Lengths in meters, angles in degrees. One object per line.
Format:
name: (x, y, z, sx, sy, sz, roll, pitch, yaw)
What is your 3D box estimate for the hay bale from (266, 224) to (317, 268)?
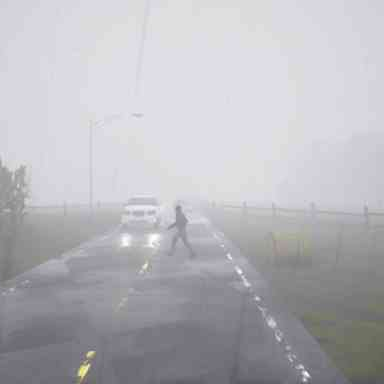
hay bale: (3.076, 1.652, 10.485, 1.220, 1.180, 1.240, 0, 0, -1)

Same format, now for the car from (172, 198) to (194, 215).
car: (-0.883, 1.606, 34.513, 1.895, 1.301, 4.718, 0, 0, -4)

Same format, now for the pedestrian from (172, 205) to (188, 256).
pedestrian: (-0.400, 1.291, 11.202, 0.375, 1.860, 0.375, 0, 0, -2)

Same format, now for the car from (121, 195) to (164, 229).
car: (-3.214, 1.218, 22.107, 2.150, 2.045, 5.566, 0, 0, -2)

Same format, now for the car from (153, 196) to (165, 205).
car: (-6.049, 1.529, 60.257, 2.128, 1.511, 4.902, 0, 0, -6)
